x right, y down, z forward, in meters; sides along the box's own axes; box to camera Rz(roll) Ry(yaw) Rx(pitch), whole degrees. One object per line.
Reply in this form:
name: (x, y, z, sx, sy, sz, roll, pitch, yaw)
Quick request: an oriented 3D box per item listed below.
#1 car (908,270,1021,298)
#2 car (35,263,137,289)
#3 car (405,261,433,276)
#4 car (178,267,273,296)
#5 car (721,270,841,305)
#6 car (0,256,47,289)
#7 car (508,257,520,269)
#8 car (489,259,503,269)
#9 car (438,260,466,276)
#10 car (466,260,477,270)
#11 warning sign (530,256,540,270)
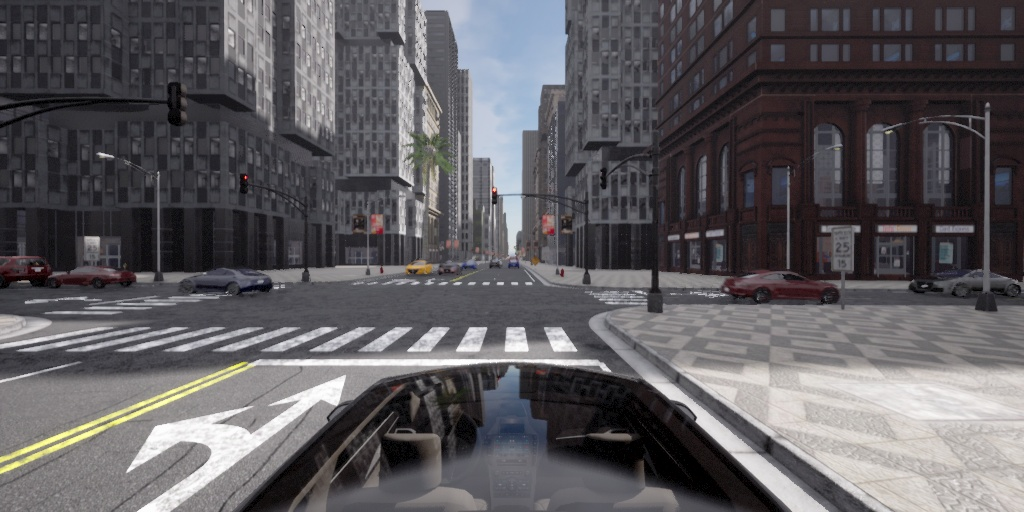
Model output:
car: (23.986, 1.428, 19.099, 4.181, 1.385, 1.994, 0, 0, 0)
car: (-24.973, 1.227, 21.379, 4.207, 1.307, 1.802, 0, 0, -1)
car: (-9.672, 1.251, 37.568, 1.882, 1.535, 5.008, 0, 0, 0)
car: (-14.814, 1.262, 18.628, 4.181, 1.385, 1.994, 0, 0, 9)
car: (11.951, 1.353, 16.088, 4.674, 1.442, 1.812, 0, 0, 1)
car: (-30.612, 0.939, 21.320, 5.009, 1.841, 2.192, 0, 0, -1)
car: (0.343, 1.393, 62.167, 1.882, 1.535, 5.008, 0, -1, 1)
car: (-2.951, 1.423, 62.490, 1.837, 1.490, 4.892, 0, 0, 0)
car: (-6.421, 1.337, 37.535, 1.994, 1.385, 4.181, 0, 0, 0)
car: (-6.330, 1.330, 53.652, 1.882, 1.535, 5.008, 0, 0, 0)
warning sign: (3.074, 0.929, 47.326, 1.300, 1.860, 1.060, 0, 0, 0)
